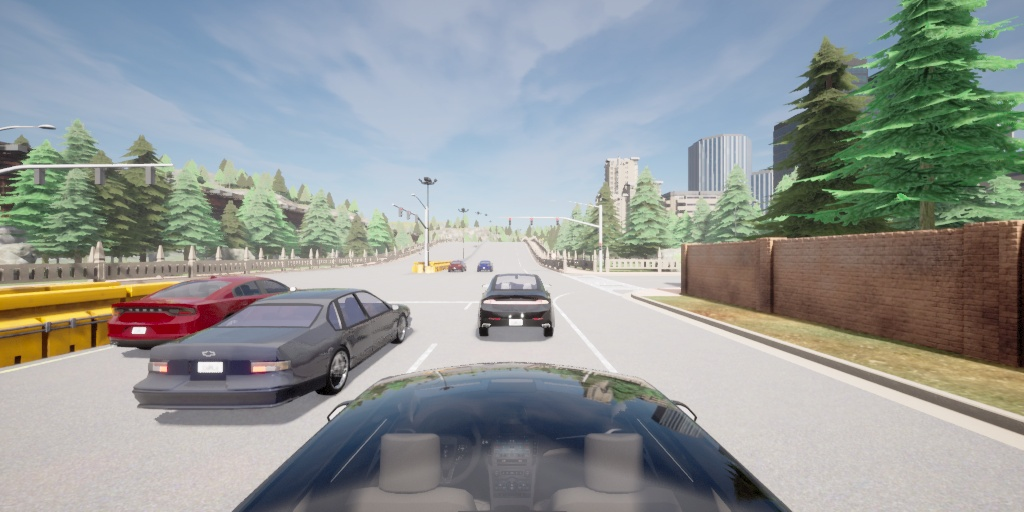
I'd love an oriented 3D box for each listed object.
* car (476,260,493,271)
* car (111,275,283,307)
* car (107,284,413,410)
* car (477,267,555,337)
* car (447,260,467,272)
[{"bbox_3d":[-3.391,1.276,45.755,1.812,1.442,4.674,0,0,0],"label":"car"},{"bbox_3d":[-6.898,1.228,9.108,1.882,1.535,5.008,0,0,0],"label":"car"},{"bbox_3d":[-3.398,1.297,6.544,2.033,1.411,5.357,0,0,0],"label":"car"},{"bbox_3d":[0.130,1.242,10.289,2.128,1.511,4.902,0,0,1],"label":"car"},{"bbox_3d":[-6.887,1.276,45.356,1.812,1.442,4.674,0,0,0],"label":"car"}]
